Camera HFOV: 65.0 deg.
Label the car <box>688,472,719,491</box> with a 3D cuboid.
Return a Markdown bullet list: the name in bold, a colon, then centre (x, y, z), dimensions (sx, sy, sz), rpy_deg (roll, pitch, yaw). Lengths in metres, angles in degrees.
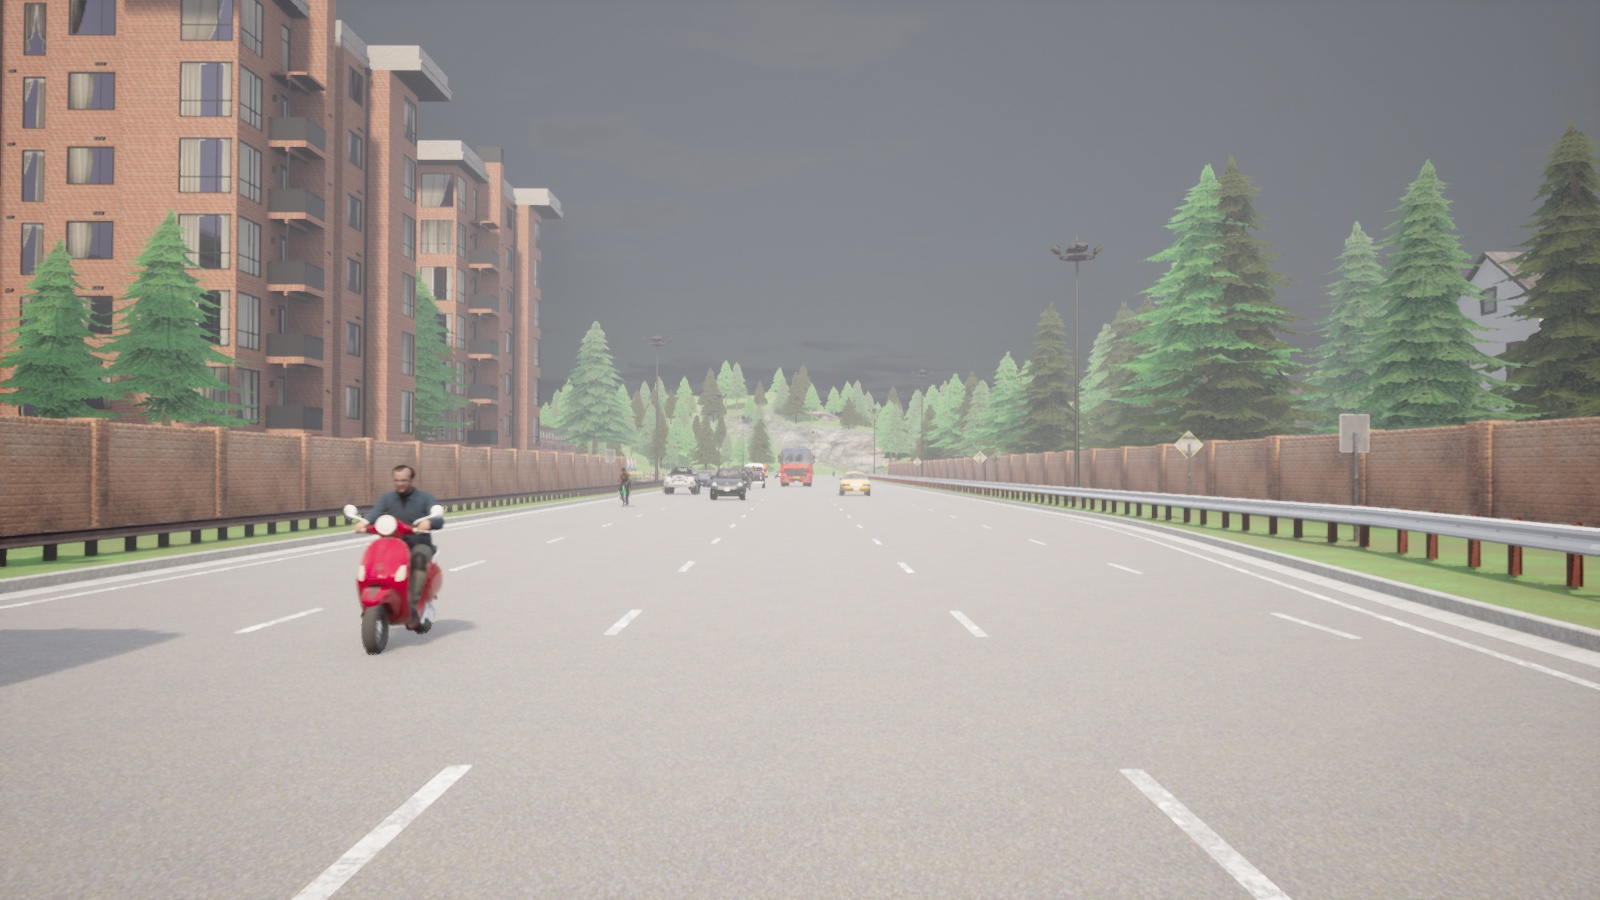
- **car**: centre (-7.238, 2.357, 94.318), dimensions (1.994, 1.385, 4.181), rpy_deg (0, -1, 0)

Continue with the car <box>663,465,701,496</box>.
- **car**: centre (-7.195, 1.841, 76.873), dimensions (1.932, 1.855, 4.605), rpy_deg (0, -1, 0)

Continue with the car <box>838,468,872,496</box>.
- **car**: centre (3.308, 1.906, 75.887), dimensions (1.801, 1.575, 5.366), rpy_deg (0, -1, 0)

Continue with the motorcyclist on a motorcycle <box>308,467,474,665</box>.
- **motorcyclist on a motorcycle**: centre (-3.528, 0.950, 11.028), dimensions (0.866, 1.590, 1.817), rpy_deg (0, -1, 0)

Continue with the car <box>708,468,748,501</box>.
- **car**: centre (-3.605, 1.704, 63.622), dimensions (1.851, 1.617, 3.988), rpy_deg (0, -1, -1)
